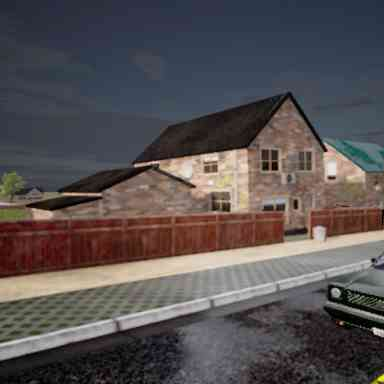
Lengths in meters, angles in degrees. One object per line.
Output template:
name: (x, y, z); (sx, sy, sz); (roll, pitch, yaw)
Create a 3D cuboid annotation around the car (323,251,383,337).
car: (4.331, 1.680, 6.052); (4.718, 1.301, 1.895); (1, -1, -41)
